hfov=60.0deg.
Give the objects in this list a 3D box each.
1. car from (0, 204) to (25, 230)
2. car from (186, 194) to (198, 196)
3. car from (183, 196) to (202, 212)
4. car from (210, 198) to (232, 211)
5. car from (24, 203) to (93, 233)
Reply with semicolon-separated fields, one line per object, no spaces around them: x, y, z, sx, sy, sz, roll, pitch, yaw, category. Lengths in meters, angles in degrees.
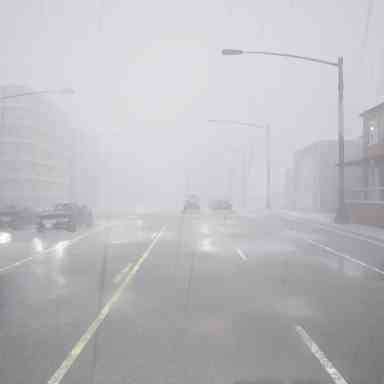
-10.571;1.435;19.672;1.994;1.385;4.181;0;1;0;car
0.011;1.380;47.299;2.150;2.045;5.566;0;-2;1;car
0.016;1.440;37.095;1.812;1.442;4.674;0;-1;1;car
3.530;1.502;38.518;1.994;1.385;4.181;0;-1;0;car
-7.076;1.373;18.870;2.128;1.511;4.902;0;1;0;car
